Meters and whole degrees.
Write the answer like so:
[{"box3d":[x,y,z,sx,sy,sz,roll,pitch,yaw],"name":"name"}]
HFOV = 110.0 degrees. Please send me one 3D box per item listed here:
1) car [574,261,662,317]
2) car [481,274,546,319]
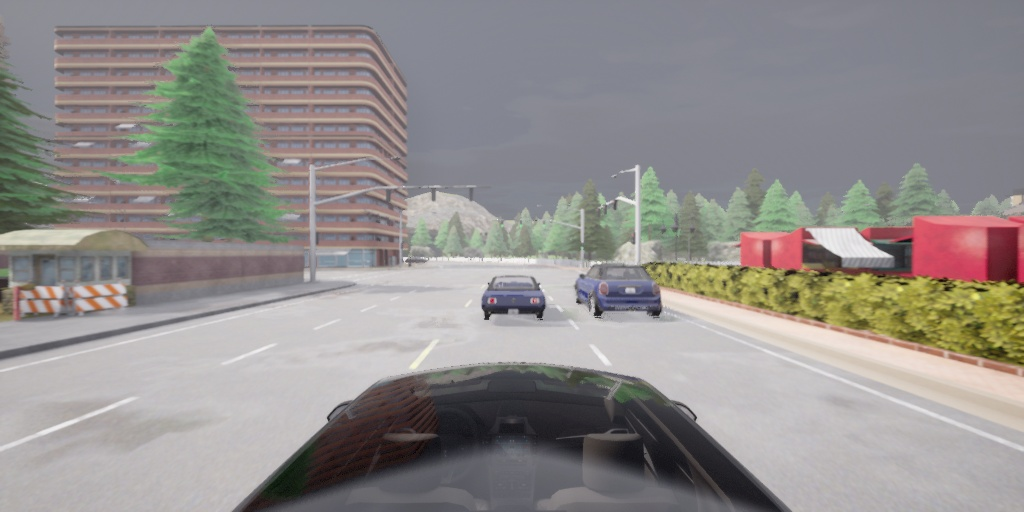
[{"box3d":[3.561,1.029,12.865,2.097,1.767,4.553,0,0,0],"name":"car"},{"box3d":[0.059,1.281,12.348,1.895,1.301,4.718,0,0,0],"name":"car"}]
